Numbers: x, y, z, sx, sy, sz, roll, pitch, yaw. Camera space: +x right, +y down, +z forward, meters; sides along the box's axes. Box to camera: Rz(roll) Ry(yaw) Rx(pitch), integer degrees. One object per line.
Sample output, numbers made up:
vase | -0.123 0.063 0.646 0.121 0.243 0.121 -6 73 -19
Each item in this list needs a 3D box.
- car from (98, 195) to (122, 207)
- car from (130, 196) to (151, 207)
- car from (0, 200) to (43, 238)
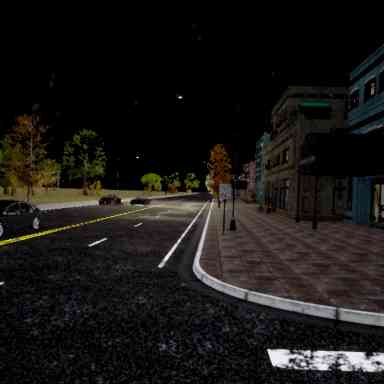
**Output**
car | -10.159 1.051 41.571 1.994 1.385 4.181 2 0 4
car | -6.741 1.223 43.741 1.895 1.301 4.718 2 0 4
car | -8.770 1.143 15.337 1.837 1.490 4.892 2 0 4
